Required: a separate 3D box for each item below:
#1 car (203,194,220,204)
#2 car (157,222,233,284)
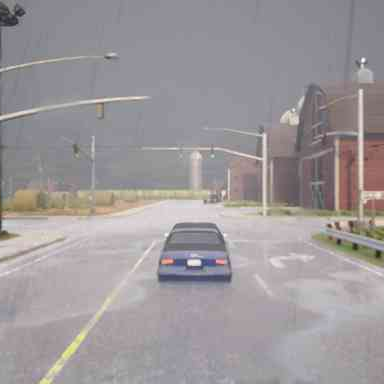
[{"bbox_3d":[4.279,1.539,72.395,1.905,1.878,3.866,-7,3,-42],"label":"car"},{"bbox_3d":[0.092,1.602,9.771,2.033,1.411,5.357,0,0,1],"label":"car"}]
